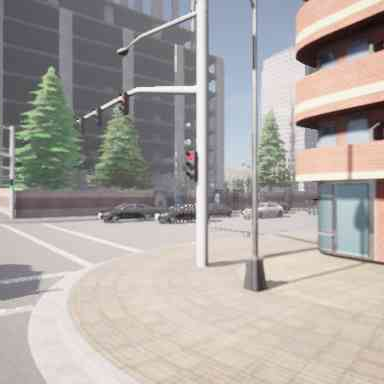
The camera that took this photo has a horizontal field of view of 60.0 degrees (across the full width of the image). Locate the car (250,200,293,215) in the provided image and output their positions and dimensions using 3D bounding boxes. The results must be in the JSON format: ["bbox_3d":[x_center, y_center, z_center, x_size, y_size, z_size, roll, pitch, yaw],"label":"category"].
[{"bbox_3d":[9.024,1.721,37.561,4.902,1.511,2.128,0,0,-36],"label":"car"}]

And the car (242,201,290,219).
[{"bbox_3d":[6.820,1.728,31.614,4.674,1.442,1.812,0,0,-36],"label":"car"}]

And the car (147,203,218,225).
[{"bbox_3d":[-0.688,1.662,26.157,4.902,1.511,2.128,0,0,-36],"label":"car"}]

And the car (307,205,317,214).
[{"bbox_3d":[14.907,1.761,37.510,4.674,1.442,1.812,0,0,-36],"label":"car"}]

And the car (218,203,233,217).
[{"bbox_3d":[1.976,1.765,32.435,4.181,1.385,1.994,0,0,-37],"label":"car"}]

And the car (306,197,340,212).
[{"bbox_3d":[17.141,1.615,43.447,4.553,1.767,2.097,0,0,-36],"label":"car"}]

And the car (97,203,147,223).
[{"bbox_3d":[-5.223,1.663,27.181,4.902,1.511,2.128,0,0,-36],"label":"car"}]
